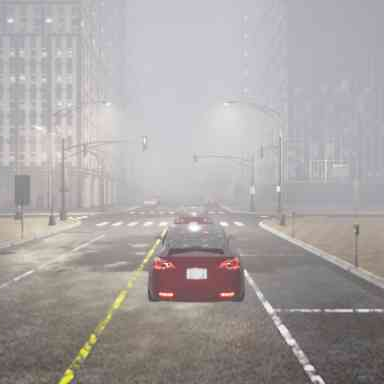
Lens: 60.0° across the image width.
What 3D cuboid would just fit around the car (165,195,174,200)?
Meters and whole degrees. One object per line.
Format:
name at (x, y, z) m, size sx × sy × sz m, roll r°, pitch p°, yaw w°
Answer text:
car at (-5.837, 1.412, 86.989) m, size 2.008 × 1.369 × 4.403 m, roll 0°, pitch 0°, yaw 0°

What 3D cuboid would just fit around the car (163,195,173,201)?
car at (-5.828, 1.429, 81.313) m, size 2.008 × 1.369 × 4.403 m, roll 0°, pitch 0°, yaw 0°

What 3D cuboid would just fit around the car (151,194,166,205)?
car at (-5.878, 1.264, 52.936) m, size 2.192 × 1.841 × 5.009 m, roll 0°, pitch 0°, yaw 0°

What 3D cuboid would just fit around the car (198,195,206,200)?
car at (2.543, 1.412, 86.996) m, size 2.008 × 1.369 × 4.403 m, roll 0°, pitch 0°, yaw 0°

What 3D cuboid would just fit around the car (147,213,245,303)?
car at (0.081, 1.502, 8.261) m, size 2.163 × 1.488 × 4.792 m, roll 0°, pitch 0°, yaw 0°

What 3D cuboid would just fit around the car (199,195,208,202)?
car at (2.562, 1.419, 75.817) m, size 1.752 × 1.417 × 4.829 m, roll 0°, pitch 0°, yaw 0°

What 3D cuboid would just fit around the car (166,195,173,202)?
car at (-5.818, 1.439, 75.638) m, size 1.887 × 1.381 × 4.507 m, roll 0°, pitch 0°, yaw 0°

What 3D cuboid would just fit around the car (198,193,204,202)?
car at (2.573, 1.224, 69.972) m, size 2.192 × 1.841 × 5.009 m, roll 0°, pitch 0°, yaw 0°

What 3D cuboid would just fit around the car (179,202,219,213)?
car at (0.059, 1.497, 17.509) m, size 2.163 × 1.488 × 4.792 m, roll 0°, pitch 0°, yaw 0°

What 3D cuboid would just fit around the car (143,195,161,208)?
car at (-5.899, 1.486, 47.088) m, size 1.752 × 1.417 × 4.829 m, roll 0°, pitch 0°, yaw 0°

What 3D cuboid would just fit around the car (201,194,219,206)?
car at (2.740, 1.400, 47.272) m, size 1.967 × 1.590 × 4.097 m, roll 0°, pitch 0°, yaw 0°

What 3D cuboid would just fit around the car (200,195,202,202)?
car at (2.700, 1.500, 52.950) m, size 2.008 × 1.369 × 4.403 m, roll 0°, pitch 0°, yaw 0°

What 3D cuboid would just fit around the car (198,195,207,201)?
car at (2.553, 1.423, 81.322) m, size 1.887 × 1.381 × 4.507 m, roll 0°, pitch 0°, yaw 0°

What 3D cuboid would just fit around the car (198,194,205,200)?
car at (2.533, 1.367, 92.842) m, size 1.752 × 1.417 × 4.829 m, roll 0°, pitch 0°, yaw 0°
